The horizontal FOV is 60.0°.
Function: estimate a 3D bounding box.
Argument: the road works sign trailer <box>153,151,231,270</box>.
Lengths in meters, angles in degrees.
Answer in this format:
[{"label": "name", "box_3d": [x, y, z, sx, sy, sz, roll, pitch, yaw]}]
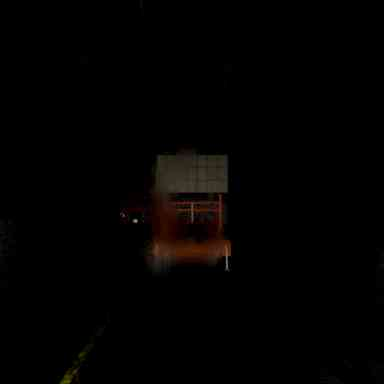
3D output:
[{"label": "road works sign trailer", "box_3d": [0.008, 0.465, 10.955, 2.380, 3.560, 2.880, 0, 0, 0]}]

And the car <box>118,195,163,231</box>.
[{"label": "car", "box_3d": [-3.085, 1.227, 20.928, 2.150, 2.045, 5.566, 0, 0, 0]}]

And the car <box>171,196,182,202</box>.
[{"label": "car", "box_3d": [-2.995, 1.559, 63.563, 2.128, 1.511, 4.902, 0, 0, 1]}]
